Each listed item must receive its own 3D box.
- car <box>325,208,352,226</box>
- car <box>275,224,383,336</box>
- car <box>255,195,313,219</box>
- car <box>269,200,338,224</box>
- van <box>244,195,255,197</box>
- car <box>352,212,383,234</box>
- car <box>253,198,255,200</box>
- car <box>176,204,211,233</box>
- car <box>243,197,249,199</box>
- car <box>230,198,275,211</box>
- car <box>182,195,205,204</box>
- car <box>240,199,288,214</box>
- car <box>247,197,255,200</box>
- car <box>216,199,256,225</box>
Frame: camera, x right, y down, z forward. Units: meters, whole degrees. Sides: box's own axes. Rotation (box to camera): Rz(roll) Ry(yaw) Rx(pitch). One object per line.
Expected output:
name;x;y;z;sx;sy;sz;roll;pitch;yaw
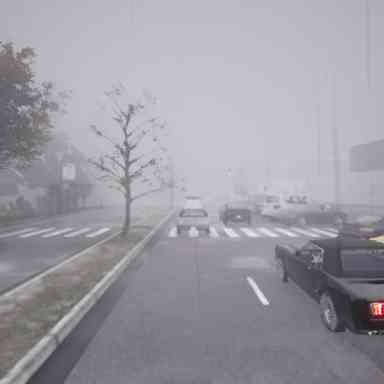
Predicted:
car;8.045;1.529;13.341;4.674;1.452;2.002;1;0;-20
car;3.090;1.599;6.717;1.895;1.301;4.718;0;0;0
car;8.061;1.265;25.284;5.566;2.045;2.435;1;0;-20
car;8.046;1.507;22.282;4.892;1.521;2.231;1;0;-20
van;7.904;1.369;40.138;4.442;1.987;1.878;1;0;-20
car;7.881;1.482;10.293;5.366;1.575;1.946;1;0;-20
car;8.033;1.529;28.248;5.008;1.535;2.097;1;0;-20
car;0.070;1.607;19.478;1.895;1.301;4.718;0;0;0
car;8.192;1.560;34.281;5.366;1.575;1.946;1;-1;-20
car;7.833;1.609;43.096;5.366;1.575;1.946;1;0;-20
car;0.046;1.316;38.798;2.150;2.045;5.566;0;-1;-1
car;8.040;1.608;37.210;4.792;1.488;2.163;1;-1;-20
car;8.016;1.545;31.233;4.892;1.521;2.231;1;-1;-20
car;3.063;1.498;24.291;1.882;1.535;5.008;0;0;0
